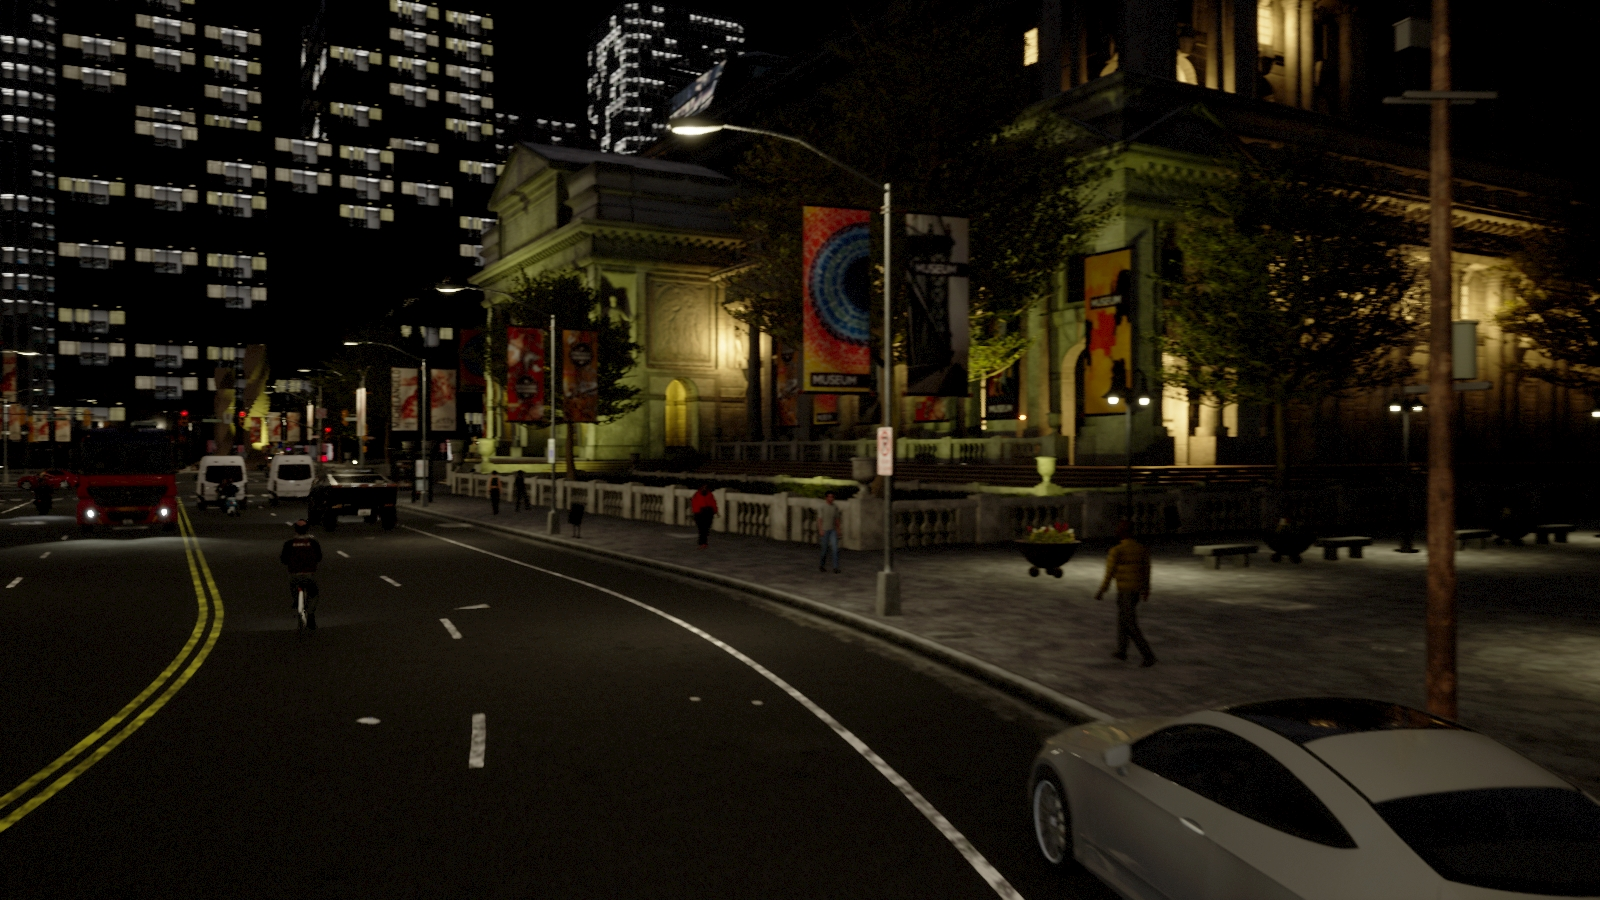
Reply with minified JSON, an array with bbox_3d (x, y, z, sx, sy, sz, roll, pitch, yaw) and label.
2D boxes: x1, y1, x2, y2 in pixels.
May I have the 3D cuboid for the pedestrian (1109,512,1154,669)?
[{"bbox_3d":[4.040,1.693,13.917,0.375,1.860,0.375,0,0,-20],"label":"pedestrian"}]

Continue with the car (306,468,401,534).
[{"bbox_3d":[-16.340,1.768,41.605,2.390,2.098,6.274,0,0,-29],"label":"car"}]

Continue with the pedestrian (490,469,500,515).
[{"bbox_3d":[-12.463,1.709,46.670,0.375,1.860,0.375,0,0,-19],"label":"pedestrian"}]

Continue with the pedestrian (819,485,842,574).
[{"bbox_3d":[0.651,1.696,24.465,0.375,1.860,0.375,0,0,-21],"label":"pedestrian"}]

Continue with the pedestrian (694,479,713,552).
[{"bbox_3d":[-2.497,1.699,29.549,0.375,1.860,0.375,0,0,-22],"label":"pedestrian"}]

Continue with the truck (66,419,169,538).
[{"bbox_3d":[-24.287,0.912,40.979,2.891,3.827,8.468,0,0,-29],"label":"truck"}]

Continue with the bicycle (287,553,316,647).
[{"bbox_3d":[-7.486,2.217,17.180,0.329,1.171,1.835,0,0,-21],"label":"bicycle"}]
